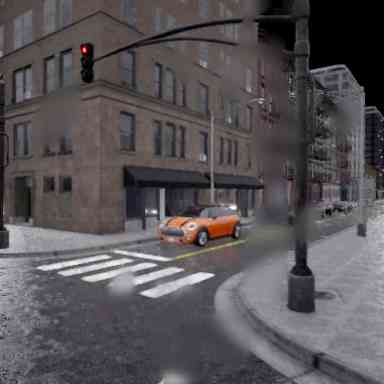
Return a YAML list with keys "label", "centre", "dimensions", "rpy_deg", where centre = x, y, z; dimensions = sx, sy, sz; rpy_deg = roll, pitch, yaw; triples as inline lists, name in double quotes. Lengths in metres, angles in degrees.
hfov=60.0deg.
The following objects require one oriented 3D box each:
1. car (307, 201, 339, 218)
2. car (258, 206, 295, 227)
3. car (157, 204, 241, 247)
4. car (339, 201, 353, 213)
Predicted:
- label: "car"
  centre: [12.210, 1.657, 31.999]
  dimensions: [2.128, 1.511, 4.902]
  rpy_deg: [0, 0, 35]
- label: "car"
  centre: [6.265, 1.671, 23.662]
  dimensions: [1.994, 1.385, 4.181]
  rpy_deg: [0, 0, 35]
- label: "car"
  centre: [0.459, 1.400, 15.539]
  dimensions: [2.097, 1.767, 4.553]
  rpy_deg: [0, 0, 36]
- label: "car"
  centre: [17.953, 1.766, 40.002]
  dimensions: [2.033, 1.411, 5.357]
  rpy_deg: [0, 0, 36]
